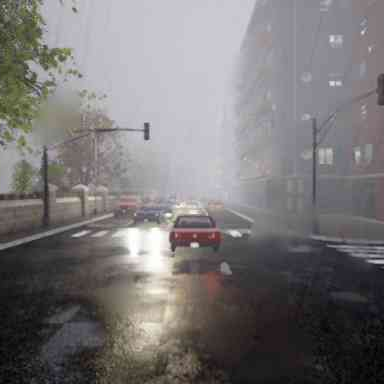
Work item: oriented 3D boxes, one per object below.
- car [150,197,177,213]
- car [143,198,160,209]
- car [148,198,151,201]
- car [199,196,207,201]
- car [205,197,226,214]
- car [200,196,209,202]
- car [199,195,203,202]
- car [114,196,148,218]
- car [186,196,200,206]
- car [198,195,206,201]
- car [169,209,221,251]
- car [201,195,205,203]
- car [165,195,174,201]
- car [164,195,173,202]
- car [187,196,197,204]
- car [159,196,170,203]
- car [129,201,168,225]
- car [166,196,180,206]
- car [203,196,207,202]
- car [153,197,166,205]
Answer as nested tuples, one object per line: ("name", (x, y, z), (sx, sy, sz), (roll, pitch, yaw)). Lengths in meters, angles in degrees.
("car", (-3.081, 1.558, 37.391), (2.033, 1.411, 5.357), (0, 0, 0))
("car", (-5.686, 1.562, 46.935), (1.887, 1.381, 4.507), (0, 0, 0))
("car", (-5.687, 1.453, 41.400), (1.967, 1.590, 4.097), (0, 0, 0))
("car", (2.700, 1.619, 85.681), (1.947, 1.339, 4.313), (0, 0, 0))
("car", (2.693, 1.535, 36.034), (1.752, 1.417, 4.829), (0, 0, 0))
("car", (2.698, 1.585, 74.610), (1.887, 1.381, 4.507), (0, 0, 0))
("car", (2.697, 1.580, 69.075), (1.887, 1.381, 4.507), (0, 0, 0))
("car", (-5.689, 1.321, 30.330), (2.192, 1.841, 5.009), (0, 0, 0))
("car", (0.010, 1.625, 56.092), (1.895, 1.301, 4.718), (0, 0, 0))
("car", (2.700, 1.500, 91.216), (1.967, 1.590, 4.097), (0, 0, 0))
("car", (0.103, 1.601, 14.092), (1.895, 1.301, 4.718), (0, 0, 0))
("car", (2.694, 1.568, 46.935), (2.008, 1.369, 4.403), (0, 0, 0))
("car", (-5.681, 1.604, 85.682), (2.008, 1.369, 4.403), (0, 0, 0))
("car", (-5.681, 1.572, 79.976), (1.752, 1.417, 4.829), (0, 0, 0))
("car", (0.010, 1.508, 66.066), (1.882, 1.535, 5.008), (0, 0, 0))
("car", (-5.683, 1.617, 69.076), (1.802, 1.307, 4.206), (0, 0, 0))
("car", (-3.092, 1.604, 24.493), (1.895, 1.301, 4.718), (0, 0, 0))
("car", (-3.040, 1.373, 53.562), (2.097, 1.767, 4.553), (0, 0, 0))
("car", (2.693, 1.558, 41.399), (1.887, 1.381, 4.507), (0, 0, 0))
("car", (-5.685, 1.607, 58.005), (1.802, 1.307, 4.206), (0, 0, 0))
